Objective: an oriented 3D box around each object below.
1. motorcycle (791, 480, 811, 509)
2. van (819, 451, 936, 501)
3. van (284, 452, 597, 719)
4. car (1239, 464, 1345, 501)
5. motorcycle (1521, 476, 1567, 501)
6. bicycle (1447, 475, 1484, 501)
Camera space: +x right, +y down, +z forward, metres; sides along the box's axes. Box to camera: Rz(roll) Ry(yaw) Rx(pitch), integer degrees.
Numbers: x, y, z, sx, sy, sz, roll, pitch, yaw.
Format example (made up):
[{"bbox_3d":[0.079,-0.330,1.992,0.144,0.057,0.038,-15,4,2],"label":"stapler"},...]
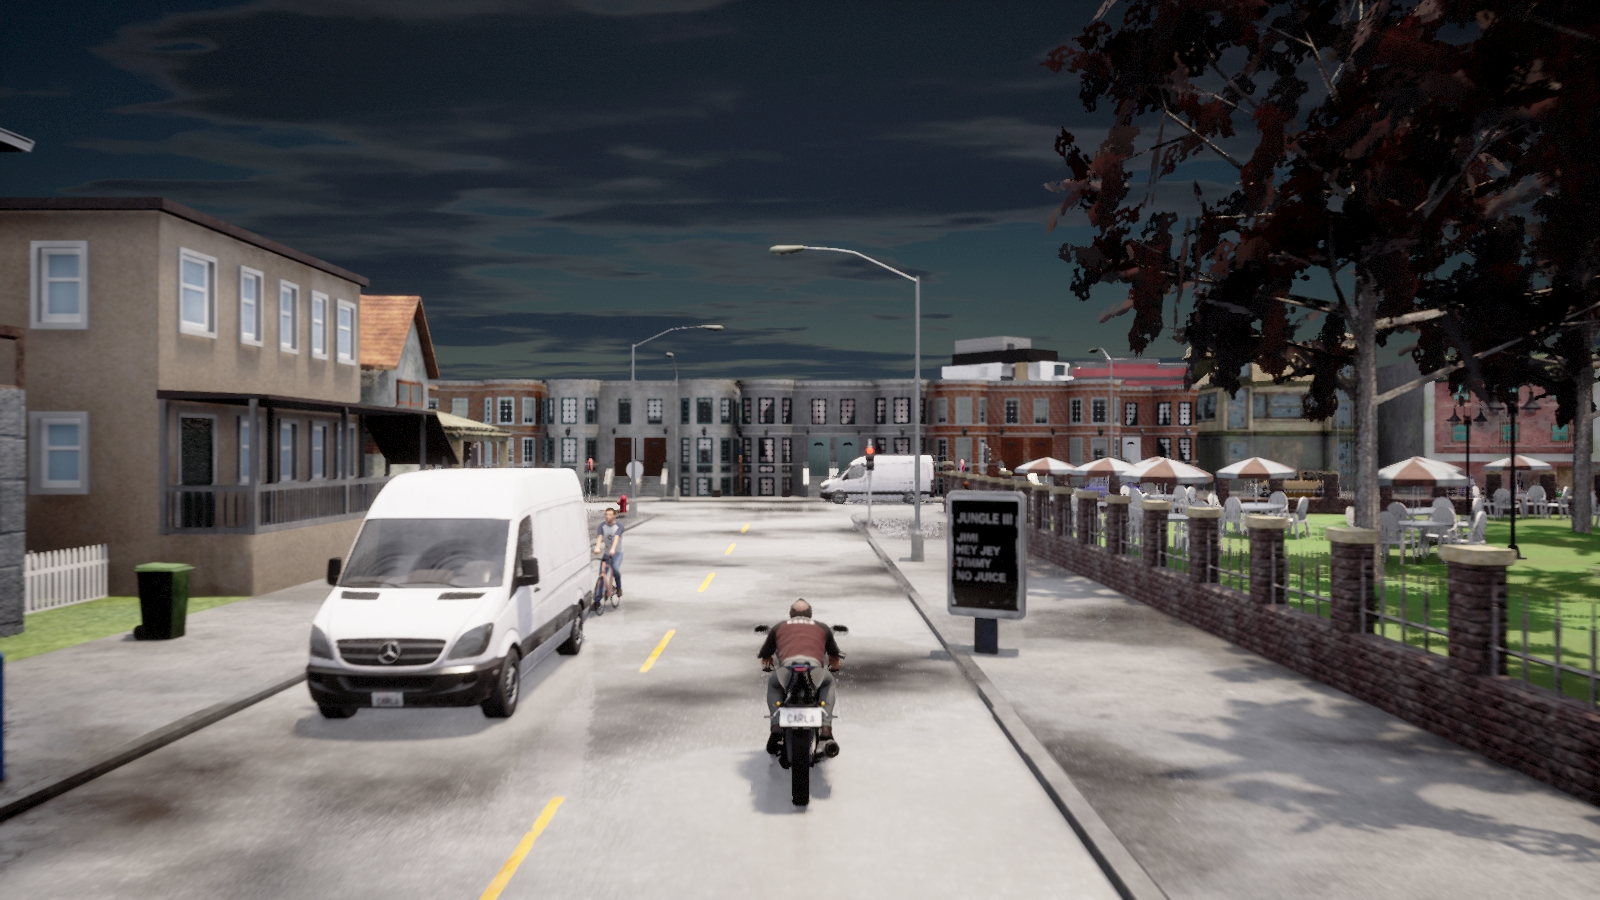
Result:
[{"bbox_3d":[0.046,1.992,51.522,0.867,1.251,2.209,0,0,0],"label":"motorcycle"},{"bbox_3d":[3.958,1.322,59.001,5.915,2.561,1.988,0,0,0],"label":"van"},{"bbox_3d":[-3.990,1.316,13.977,1.988,2.561,5.915,0,0,0],"label":"van"},{"bbox_3d":[25.312,1.652,58.876,4.605,1.855,1.932,0,0,1],"label":"car"},{"bbox_3d":[38.312,1.971,58.844,1.805,1.236,0.856,0,1,5],"label":"motorcycle"},{"bbox_3d":[34.304,1.944,58.914,1.643,1.296,0.373,0,0,1],"label":"bicycle"}]
